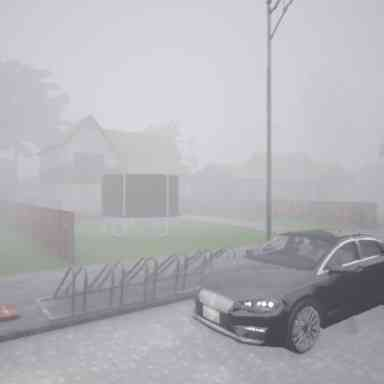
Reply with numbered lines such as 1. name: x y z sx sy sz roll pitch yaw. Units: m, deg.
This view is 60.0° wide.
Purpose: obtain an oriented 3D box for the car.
1. car: 2.275 1.499 6.209 4.902 1.511 2.128 0 0 -35
